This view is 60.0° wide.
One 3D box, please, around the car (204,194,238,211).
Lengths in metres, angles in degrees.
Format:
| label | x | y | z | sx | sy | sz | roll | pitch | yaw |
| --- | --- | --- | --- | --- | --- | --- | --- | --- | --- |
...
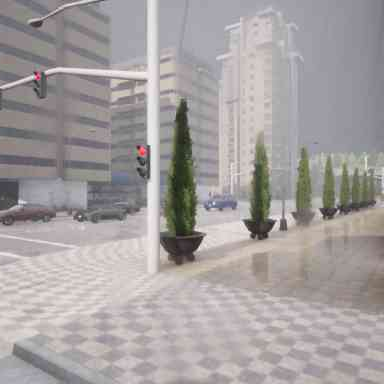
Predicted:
| label | x | y | z | sx | sy | sz | roll | pitch | yaw |
| --- | --- | --- | --- | --- | --- | --- | --- | --- | --- |
| car | 3.716 | 1.277 | 41.812 | 2.150 | 2.045 | 5.566 | 0 | 0 | 35 |

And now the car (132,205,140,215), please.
| label | x | y | z | sx | sy | sz | roll | pitch | yaw |
| --- | --- | --- | --- | --- | --- | --- | --- | --- | --- |
| car | -7.248 | 1.656 | 32.089 | 1.895 | 1.301 | 4.718 | 0 | 0 | 35 |

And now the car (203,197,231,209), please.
| label | x | y | z | sx | sy | sz | roll | pitch | yaw |
| --- | --- | --- | --- | --- | --- | --- | --- | --- | --- |
| car | 3.625 | 1.560 | 47.820 | 1.837 | 1.490 | 4.892 | 0 | 0 | 35 |

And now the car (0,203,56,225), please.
| label | x | y | z | sx | sy | sz | roll | pitch | yaw |
| --- | --- | --- | --- | --- | --- | --- | --- | --- | --- |
| car | -12.391 | 1.581 | 24.582 | 1.812 | 1.442 | 4.674 | 0 | 0 | 34 |

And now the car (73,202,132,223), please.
| label | x | y | z | sx | sy | sz | roll | pitch | yaw |
| --- | --- | --- | --- | --- | --- | --- | --- | --- | --- |
| car | -7.122 | 1.619 | 26.100 | 1.994 | 1.385 | 4.181 | 0 | 0 | 35 |
